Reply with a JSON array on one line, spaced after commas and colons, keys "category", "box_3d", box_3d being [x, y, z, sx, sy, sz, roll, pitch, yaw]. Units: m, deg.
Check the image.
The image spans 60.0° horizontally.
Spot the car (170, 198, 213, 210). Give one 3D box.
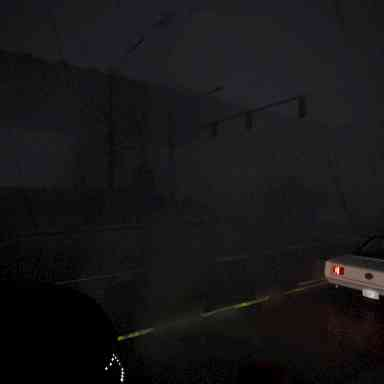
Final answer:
[{"category": "car", "box_3d": [-0.014, 1.295, 36.389, 4.536, 1.218, 1.853, 0, 0, 8]}]

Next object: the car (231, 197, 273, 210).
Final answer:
[{"category": "car", "box_3d": [7.688, 1.453, 42.831, 4.974, 1.542, 2.038, 0, 0, -7]}]

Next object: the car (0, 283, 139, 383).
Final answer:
[{"category": "car", "box_3d": [-3.019, 1.221, 1.596, 5.566, 2.045, 2.150, 0, 0, -35]}]

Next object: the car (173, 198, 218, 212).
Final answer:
[{"category": "car", "box_3d": [0.037, 1.453, 36.382, 4.974, 1.542, 2.038, 0, 0, 8]}]

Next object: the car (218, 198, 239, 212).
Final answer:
[{"category": "car", "box_3d": [3.780, 1.453, 39.069, 2.038, 1.542, 4.974, 0, 0, 18]}]

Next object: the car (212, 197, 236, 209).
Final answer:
[{"category": "car", "box_3d": [3.796, 1.295, 39.118, 1.853, 1.218, 4.536, 0, 0, 18]}]

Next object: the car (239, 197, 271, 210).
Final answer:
[{"category": "car", "box_3d": [7.637, 1.295, 42.824, 4.536, 1.218, 1.853, 0, 0, -7]}]

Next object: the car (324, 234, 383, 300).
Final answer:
[{"category": "car", "box_3d": [5.125, 1.601, 7.437, 4.718, 1.301, 1.895, 0, 0, -35]}]
